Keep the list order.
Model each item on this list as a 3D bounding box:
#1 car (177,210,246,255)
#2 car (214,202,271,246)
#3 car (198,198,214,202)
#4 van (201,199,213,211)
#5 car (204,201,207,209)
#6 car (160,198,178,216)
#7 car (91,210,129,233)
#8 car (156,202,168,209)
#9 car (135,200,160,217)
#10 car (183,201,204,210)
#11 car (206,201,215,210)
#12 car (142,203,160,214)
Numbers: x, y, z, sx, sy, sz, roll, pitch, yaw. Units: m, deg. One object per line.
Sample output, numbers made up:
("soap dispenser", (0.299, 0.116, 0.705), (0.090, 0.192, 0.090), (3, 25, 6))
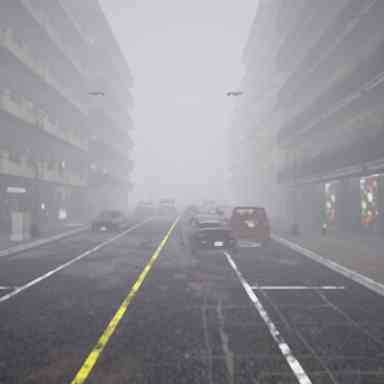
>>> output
("car", (0.611, 1.709, 14.124), (1.812, 1.442, 4.674), (0, -1, -9))
("car", (2.529, 1.532, 16.607), (2.192, 1.841, 5.009), (1, -1, 0))
("car", (2.474, 2.009, 49.792), (2.192, 1.841, 5.009), (1, -1, 0))
("van", (2.465, 2.122, 55.323), (1.690, 1.788, 3.998), (1, -1, 0))
("car", (2.487, 2.109, 38.727), (1.802, 1.307, 4.206), (1, -1, 0))
("car", (-2.904, 1.769, 40.085), (2.150, 2.045, 5.566), (0, -1, 0))
("car", (-5.332, 1.858, 22.182), (1.947, 1.339, 4.313), (1, -1, 0))
("car", (-5.396, 2.452, 60.892), (1.802, 1.307, 4.206), (1, -1, 0))
("car", (-5.353, 1.843, 38.773), (2.192, 1.841, 5.009), (1, -1, 0))
("car", (0.042, 2.014, 36.081), (1.812, 1.442, 4.674), (0, -1, 0))
("car", (2.508, 1.808, 27.668), (1.967, 1.590, 4.097), (1, -1, 0))
("car", (-5.368, 2.156, 44.301), (1.887, 1.381, 4.507), (1, -1, 0))
